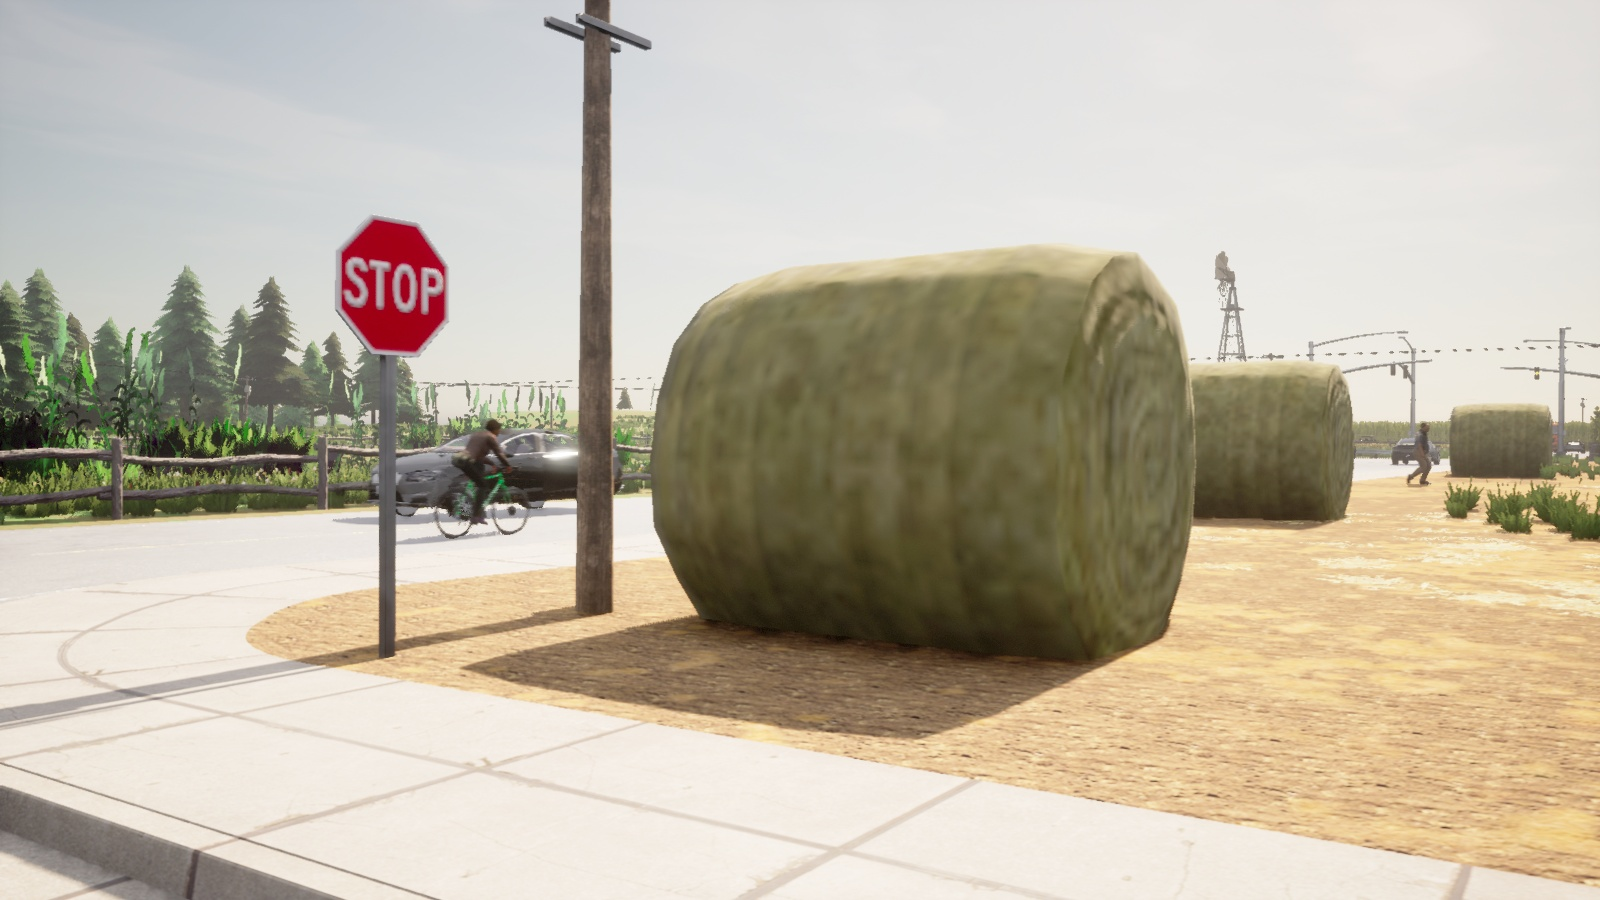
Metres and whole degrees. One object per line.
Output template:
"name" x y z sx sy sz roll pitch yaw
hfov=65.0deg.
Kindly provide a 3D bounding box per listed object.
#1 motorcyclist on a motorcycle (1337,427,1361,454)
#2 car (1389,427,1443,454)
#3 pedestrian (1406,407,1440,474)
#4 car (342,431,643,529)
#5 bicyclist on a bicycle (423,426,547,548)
"motorcyclist on a motorcycle" 31.462 -0.560 71.942 0.797 1.523 2.044 0 1 37
"car" 34.320 -0.543 69.920 1.837 1.490 4.892 0 1 36
"pedestrian" 17.330 -0.271 34.927 0.540 1.848 0.694 -1 1 -44
"car" -5.246 0.435 22.070 2.128 1.511 4.902 0 1 36
"bicyclist on a bicycle" -4.343 0.480 17.392 0.582 1.620 1.656 0 1 36
